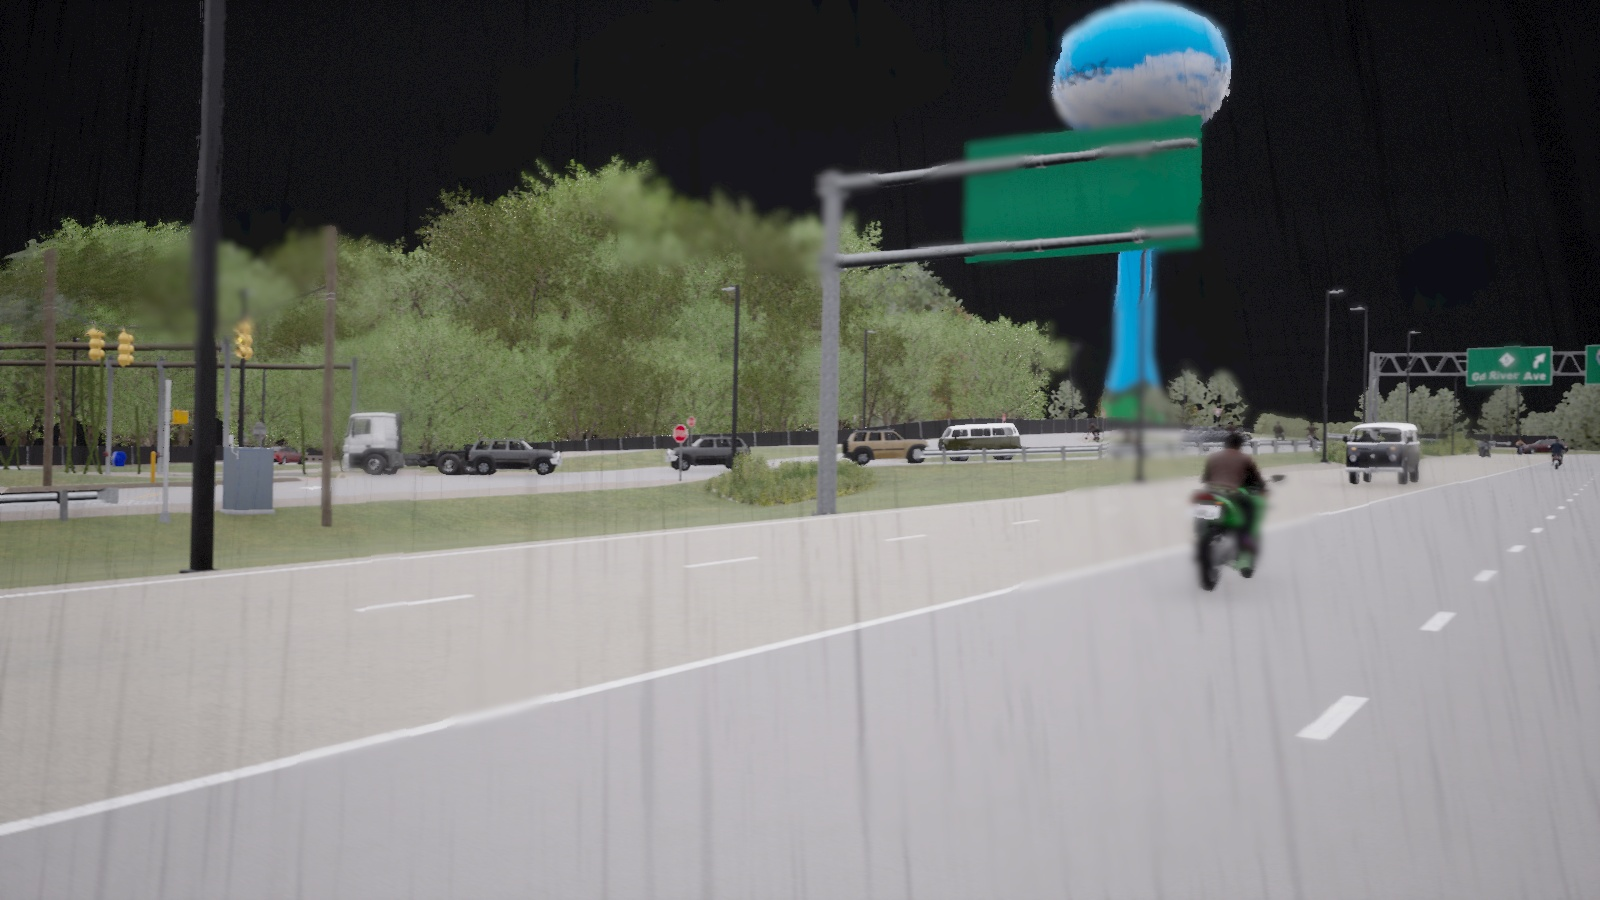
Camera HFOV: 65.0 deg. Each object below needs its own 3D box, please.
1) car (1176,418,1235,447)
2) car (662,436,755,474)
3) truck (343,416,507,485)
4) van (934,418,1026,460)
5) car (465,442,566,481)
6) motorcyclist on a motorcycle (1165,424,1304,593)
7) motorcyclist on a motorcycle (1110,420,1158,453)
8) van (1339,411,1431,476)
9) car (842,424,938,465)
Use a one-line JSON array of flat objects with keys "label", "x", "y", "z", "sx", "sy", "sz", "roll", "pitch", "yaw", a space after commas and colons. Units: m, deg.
[{"label": "car", "x": 23.923, "y": -1.055, "z": 74.087, "sx": 1.789, "sy": 1.549, "sz": 3.705, "roll": -1, "pitch": 2, "yaw": 45}, {"label": "car", "x": -4.900, "y": 0.250, "z": 67.242, "sx": 4.605, "sy": 1.855, "sz": 1.932, "roll": -2, "pitch": 2, "yaw": -15}, {"label": "truck", "x": -20.173, "y": 0.040, "z": 67.948, "sx": 7.936, "sy": 3.462, "sz": 2.891, "roll": -2, "pitch": -1, "yaw": -1}, {"label": "van", "x": 9.851, "y": -0.573, "z": 68.827, "sx": 4.480, "sy": 2.038, "sz": 2.069, "roll": -3, "pitch": 0, "yaw": -7}, {"label": "car", "x": -13.943, "y": 0.564, "z": 61.747, "sx": 4.605, "sy": 1.855, "sz": 1.932, "roll": 0, "pitch": 0, "yaw": -5}, {"label": "motorcyclist on a motorcycle", "x": 4.332, "y": 0.515, "z": 12.423, "sx": 0.797, "sy": 1.523, "sz": 2.044, "roll": 0, "pitch": 1, "yaw": 34}, {"label": "motorcyclist on a motorcycle", "x": 17.584, "y": -0.689, "z": 66.114, "sx": 2.350, "sy": 1.649, "sz": 0.766, "roll": -2, "pitch": 0, "yaw": -13}, {"label": "van", "x": 19.278, "y": -0.238, "z": 41.282, "sx": 2.069, "sy": 2.038, "sz": 4.480, "roll": 0, "pitch": 1, "yaw": 34}, {"label": "car", "x": 4.602, "y": -0.251, "z": 64.384, "sx": 4.605, "sy": 1.855, "sz": 1.932, "roll": -3, "pitch": 0, "yaw": -3}]
